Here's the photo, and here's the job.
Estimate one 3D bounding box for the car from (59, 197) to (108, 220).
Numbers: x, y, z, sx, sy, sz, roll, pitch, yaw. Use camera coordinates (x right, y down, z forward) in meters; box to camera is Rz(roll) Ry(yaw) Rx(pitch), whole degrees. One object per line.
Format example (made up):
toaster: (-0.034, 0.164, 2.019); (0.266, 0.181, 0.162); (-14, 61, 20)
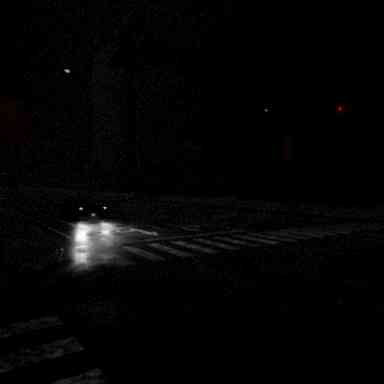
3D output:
car: (-7.090, 0.991, 21.486); (1.895, 1.301, 4.718); (0, 2, -35)
